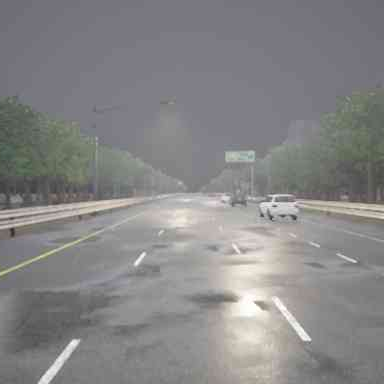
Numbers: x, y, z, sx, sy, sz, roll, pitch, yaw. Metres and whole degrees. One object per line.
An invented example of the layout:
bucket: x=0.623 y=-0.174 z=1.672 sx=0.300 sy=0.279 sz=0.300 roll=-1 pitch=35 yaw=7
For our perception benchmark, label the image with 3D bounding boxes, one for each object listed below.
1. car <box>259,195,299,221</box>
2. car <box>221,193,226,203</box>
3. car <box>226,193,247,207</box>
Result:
car: x=7.040 y=1.230 z=27.439 sx=2.150 sy=2.045 sz=5.566 roll=0 pitch=0 yaw=0
car: x=7.258 y=1.214 z=69.182 sx=2.150 sy=2.045 sz=5.566 roll=0 pitch=0 yaw=0
car: x=7.146 y=1.226 z=52.094 sx=2.150 sy=2.045 sz=5.566 roll=0 pitch=0 yaw=0
